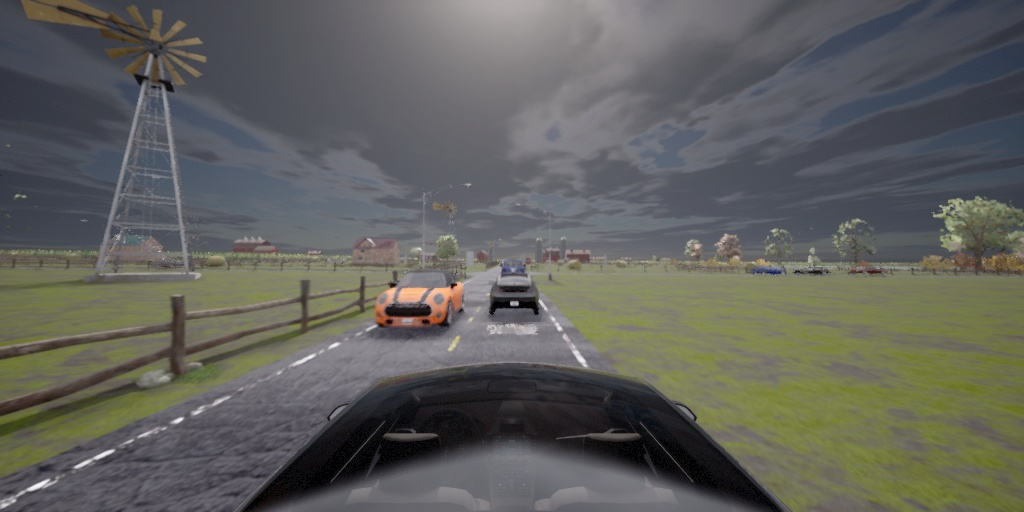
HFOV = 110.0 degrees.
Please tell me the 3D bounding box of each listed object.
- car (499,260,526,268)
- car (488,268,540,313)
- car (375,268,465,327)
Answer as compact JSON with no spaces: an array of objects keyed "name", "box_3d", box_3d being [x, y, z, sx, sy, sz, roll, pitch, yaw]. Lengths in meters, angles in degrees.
[{"name":"car","box_3d":[0.102,1.354,32.889,2.150,2.045,5.566,0,-1,0]},{"name":"car","box_3d":[0.092,1.418,14.804,1.837,1.490,4.892,0,-1,0]},{"name":"car","box_3d":[-2.850,1.230,12.007,2.097,1.767,4.553,0,-1,0]}]
